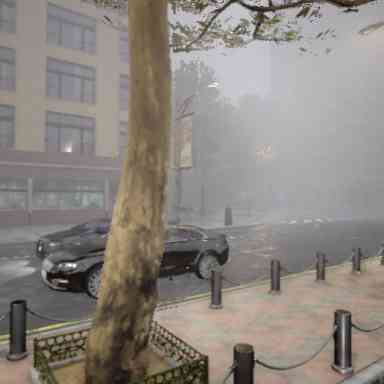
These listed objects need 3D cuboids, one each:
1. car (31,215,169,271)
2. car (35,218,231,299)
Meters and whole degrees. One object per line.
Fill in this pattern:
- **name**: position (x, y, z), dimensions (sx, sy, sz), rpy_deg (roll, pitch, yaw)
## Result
- **car**: position (-3.113, 1.612, 11.574), dimensions (4.181, 1.385, 1.994), rpy_deg (1, -1, -35)
- **car**: position (-1.204, 1.538, 8.634), dimensions (4.902, 1.511, 2.128), rpy_deg (1, -1, -35)
